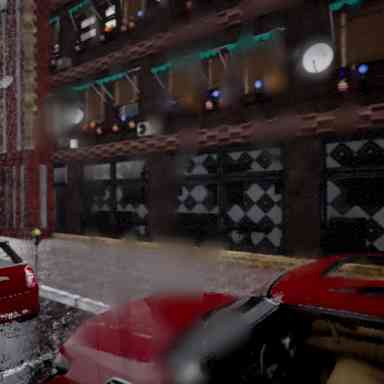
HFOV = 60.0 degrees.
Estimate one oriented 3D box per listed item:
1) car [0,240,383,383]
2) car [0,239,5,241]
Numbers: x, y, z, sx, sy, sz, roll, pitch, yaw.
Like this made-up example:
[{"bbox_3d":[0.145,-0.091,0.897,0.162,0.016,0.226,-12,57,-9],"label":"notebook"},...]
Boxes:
[{"bbox_3d":[1.204,1.315,1.914,5.009,1.841,2.192,0,-1,36],"label":"car"},{"bbox_3d":[-4.612,1.460,6.026,4.097,1.590,1.967,0,-1,36],"label":"car"}]
